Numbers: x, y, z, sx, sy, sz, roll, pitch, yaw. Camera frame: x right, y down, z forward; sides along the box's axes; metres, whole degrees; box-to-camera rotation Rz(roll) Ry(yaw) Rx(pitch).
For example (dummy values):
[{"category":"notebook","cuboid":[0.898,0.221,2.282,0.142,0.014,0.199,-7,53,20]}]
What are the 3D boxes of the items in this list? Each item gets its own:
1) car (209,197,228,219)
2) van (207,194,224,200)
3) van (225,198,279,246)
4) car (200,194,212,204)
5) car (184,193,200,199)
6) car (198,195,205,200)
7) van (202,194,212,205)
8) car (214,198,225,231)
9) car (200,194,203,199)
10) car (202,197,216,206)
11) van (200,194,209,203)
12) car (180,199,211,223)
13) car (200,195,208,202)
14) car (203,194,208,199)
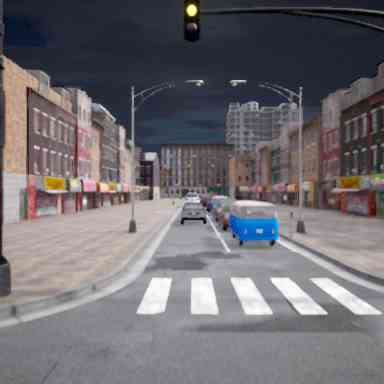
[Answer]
[{"category":"car","cuboid":[2.640,1.400,25.824,1.967,1.590,4.097,0,0,0]},{"category":"van","cuboid":[2.640,1.297,31.300,1.690,1.788,3.998,0,0,0]},{"category":"van","cuboid":[2.638,1.312,14.873,1.690,1.788,3.998,0,0,0]},{"category":"car","cuboid":[2.647,1.251,64.152,2.192,1.841,5.009,0,0,0]},{"category":"car","cuboid":[0.041,1.168,48.407,2.150,2.045,5.566,0,0,0]},{"category":"car","cuboid":[2.653,1.445,91.700,1.752,1.417,4.829,0,0,0]},{"category":"van","cuboid":[2.646,1.281,58.676,1.690,1.788,3.998,0,0,0]},{"category":"car","cuboid":[2.639,1.405,20.349,1.967,1.590,4.097,0,0,0]},{"category":"car","cuboid":[2.644,1.261,47.726,2.192,1.841,5.009,0,0,0]},{"category":"car","cuboid":[2.645,1.493,53.201,2.008,1.369,4.403,0,0,0]},{"category":"van","cuboid":[2.648,1.274,69.627,1.690,1.788,3.998,0,0,0]},{"category":"car","cuboid":[0.107,1.508,24.786,2.033,1.411,5.357,0,0,0]},{"category":"car","cuboid":[2.650,1.455,75.273,1.752,1.417,4.829,0,0,0]},{"category":"car","cuboid":[2.640,1.267,36.773,2.192,1.841,5.009,0,0,0]}]
